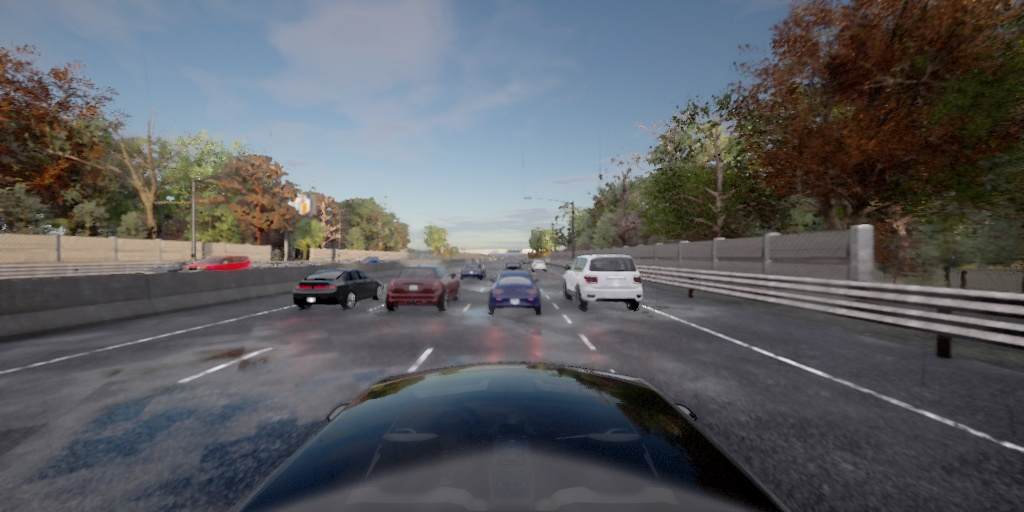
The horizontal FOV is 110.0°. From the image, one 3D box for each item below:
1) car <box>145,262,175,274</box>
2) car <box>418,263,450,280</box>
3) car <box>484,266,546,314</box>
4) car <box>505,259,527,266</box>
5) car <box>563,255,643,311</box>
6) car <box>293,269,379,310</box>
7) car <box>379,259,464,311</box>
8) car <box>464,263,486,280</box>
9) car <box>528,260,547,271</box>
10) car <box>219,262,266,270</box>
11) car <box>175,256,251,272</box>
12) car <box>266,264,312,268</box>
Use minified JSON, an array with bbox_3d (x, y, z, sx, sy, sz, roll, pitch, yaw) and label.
[{"bbox_3d":[-28.091,1.263,30.283,2.128,1.511,4.902,0,0,0],"label":"car"},{"bbox_3d":[-6.894,1.337,32.141,1.994,1.385,4.181,0,0,0],"label":"car"},{"bbox_3d":[0.100,1.283,13.704,1.812,1.442,4.674,0,0,0],"label":"car"},{"bbox_3d":[0.104,1.277,31.483,1.837,1.490,4.892,0,0,0],"label":"car"},{"bbox_3d":[3.503,0.969,14.743,2.150,2.045,5.566,0,0,0],"label":"car"},{"bbox_3d":[-6.898,1.263,14.746,1.837,1.490,4.892,0,0,0],"label":"car"},{"bbox_3d":[-3.400,1.110,14.509,2.097,1.767,4.553,0,0,0],"label":"car"},{"bbox_3d":[-3.394,1.337,31.980,1.994,1.385,4.181,0,0,0],"label":"car"},{"bbox_3d":[3.503,1.311,47.359,1.812,1.442,4.674,0,0,0],"label":"car"},{"bbox_3d":[-21.096,1.371,29.554,1.895,1.301,4.718,0,0,0],"label":"car"},{"bbox_3d":[-24.594,0.993,30.272,2.150,2.045,5.566,0,0,0],"label":"car"},{"bbox_3d":[-17.593,1.334,29.514,1.994,1.385,4.181,0,0,0],"label":"car"}]
